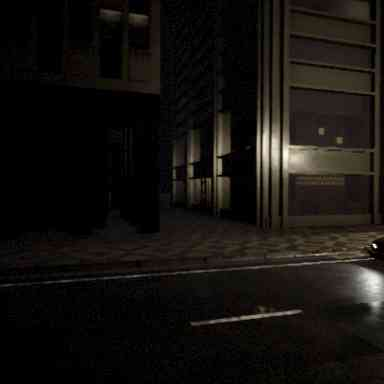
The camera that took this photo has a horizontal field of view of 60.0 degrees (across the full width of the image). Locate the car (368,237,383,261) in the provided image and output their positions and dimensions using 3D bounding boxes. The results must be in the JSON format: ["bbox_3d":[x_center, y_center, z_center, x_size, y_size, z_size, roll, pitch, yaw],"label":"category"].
[{"bbox_3d":[7.874,1.445,9.619,5.357,1.411,2.033,0,1,-17],"label":"car"}]
